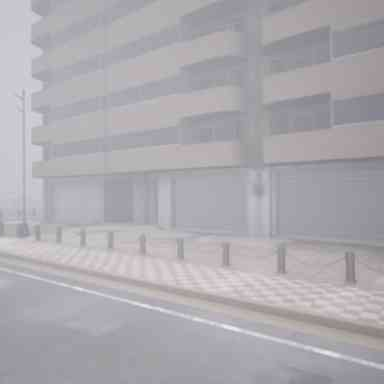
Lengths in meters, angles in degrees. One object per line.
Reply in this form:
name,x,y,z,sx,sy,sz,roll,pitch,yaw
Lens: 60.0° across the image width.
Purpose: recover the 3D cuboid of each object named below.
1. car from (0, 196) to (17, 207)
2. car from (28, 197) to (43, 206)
car,-45.739,1.991,80.353,1.932,1.855,4.605,-1,0,35
car,-31.872,2.075,70.694,1.970,1.475,3.806,-1,0,35
